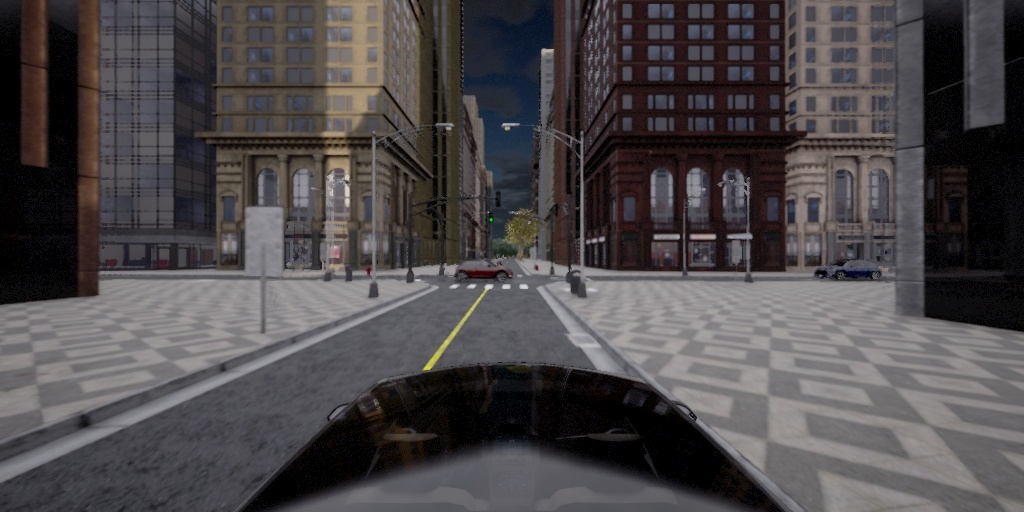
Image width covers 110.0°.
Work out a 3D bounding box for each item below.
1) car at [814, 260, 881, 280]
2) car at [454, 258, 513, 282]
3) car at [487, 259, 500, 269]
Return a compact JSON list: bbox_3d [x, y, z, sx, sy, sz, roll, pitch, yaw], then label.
[{"bbox_3d":[29.210,1.174,31.357,4.553,1.767,2.097,0,0,0],"label":"car"},{"bbox_3d":[-2.190,1.061,28.285,4.553,1.767,2.097,0,0,0],"label":"car"},{"bbox_3d":[-3.021,1.227,58.925,1.837,1.490,4.892,0,0,1],"label":"car"}]
